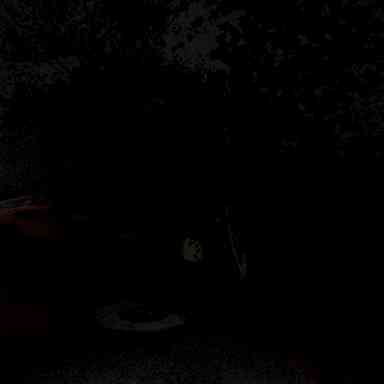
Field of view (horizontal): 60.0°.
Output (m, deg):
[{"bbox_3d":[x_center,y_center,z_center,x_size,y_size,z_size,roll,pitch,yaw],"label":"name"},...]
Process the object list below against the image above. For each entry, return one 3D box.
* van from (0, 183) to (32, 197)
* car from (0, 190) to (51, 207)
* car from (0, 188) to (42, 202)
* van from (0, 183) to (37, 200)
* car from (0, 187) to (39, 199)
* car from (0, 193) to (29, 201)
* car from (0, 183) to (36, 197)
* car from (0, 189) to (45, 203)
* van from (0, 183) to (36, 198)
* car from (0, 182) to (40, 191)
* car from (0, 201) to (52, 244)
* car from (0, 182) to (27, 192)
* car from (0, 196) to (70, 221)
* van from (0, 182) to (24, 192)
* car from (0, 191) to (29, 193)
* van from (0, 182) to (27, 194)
[{"bbox_3d":[-25.936,-0.262,48.667,4.442,1.987,1.878,1,1,-30],"label":"van"},{"bbox_3d":[-16.286,0.638,31.878,4.792,1.488,2.163,1,2,-30],"label":"car"},{"bbox_3d":[-20.340,0.337,39.120,4.792,1.488,2.163,1,1,-30],"label":"car"},{"bbox_3d":[-21.812,-0.009,41.438,4.442,1.987,1.878,1,1,-30],"label":"van"},{"bbox_3d":[-23.097,0.132,43.918,5.008,1.535,2.097,1,1,-30],"label":"car"},{"bbox_3d":[-8.080,1.123,17.577,4.553,1.767,2.185,1,2,-30],"label":"car"},{"bbox_3d":[-27.227,-0.370,51.116,5.566,2.045,2.435,1,1,-30],"label":"car"},{"bbox_3d":[-19.036,0.428,36.827,4.792,1.488,2.163,1,2,-30],"label":"car"},{"bbox_3d":[-24.363,-0.176,46.376,4.442,1.987,1.878,1,1,-30],"label":"van"},{"bbox_3d":[-14.859,0.466,29.494,5.566,2.045,2.435,1,2,-30],"label":"car"},{"bbox_3d":[-6.746,1.355,15.156,5.008,1.535,2.097,1,2,-30],"label":"car"},{"bbox_3d":[-38.245,-1.039,70.478,5.566,2.045,2.435,1,1,-30],"label":"car"},{"bbox_3d":[-10.790,1.078,22.269,4.674,1.452,2.002,1,2,-30],"label":"car"},{"bbox_3d":[-39.489,-1.095,72.957,4.442,1.987,1.878,1,1,-30],"label":"van"},{"bbox_3d":[-12.316,0.925,24.583,5.366,1.575,1.946,1,2,-30],"label":"car"},{"bbox_3d":[-34.011,-0.762,63.331,4.442,1.987,1.878,1,1,-30],"label":"van"}]
